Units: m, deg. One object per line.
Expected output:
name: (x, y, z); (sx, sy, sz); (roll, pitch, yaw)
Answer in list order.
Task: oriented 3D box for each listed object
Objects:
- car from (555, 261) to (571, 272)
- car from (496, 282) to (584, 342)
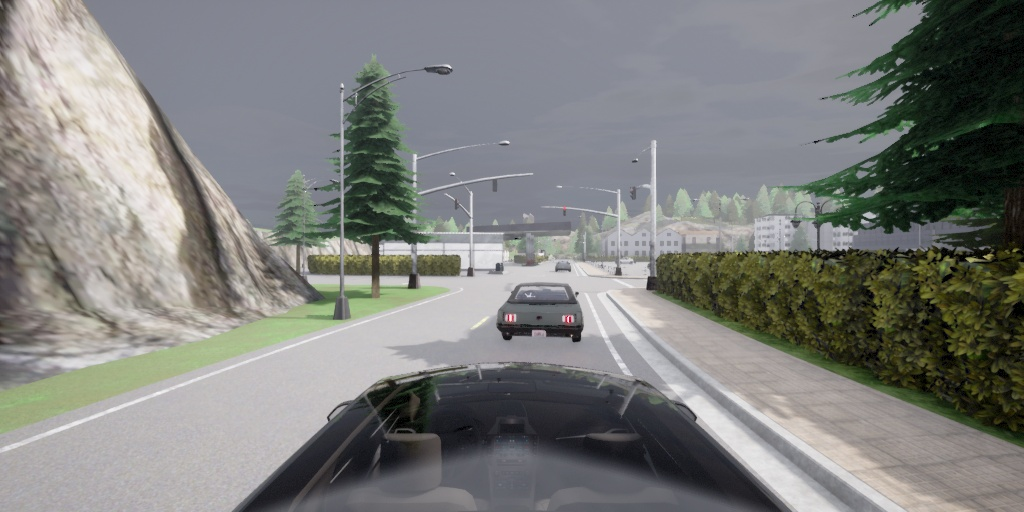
car: (6.534, 1.309, 45.707); (1.994, 1.385, 4.181); (0, 0, 9)
car: (0.881, 1.350, 9.770); (1.895, 1.301, 4.718); (0, 0, 8)
